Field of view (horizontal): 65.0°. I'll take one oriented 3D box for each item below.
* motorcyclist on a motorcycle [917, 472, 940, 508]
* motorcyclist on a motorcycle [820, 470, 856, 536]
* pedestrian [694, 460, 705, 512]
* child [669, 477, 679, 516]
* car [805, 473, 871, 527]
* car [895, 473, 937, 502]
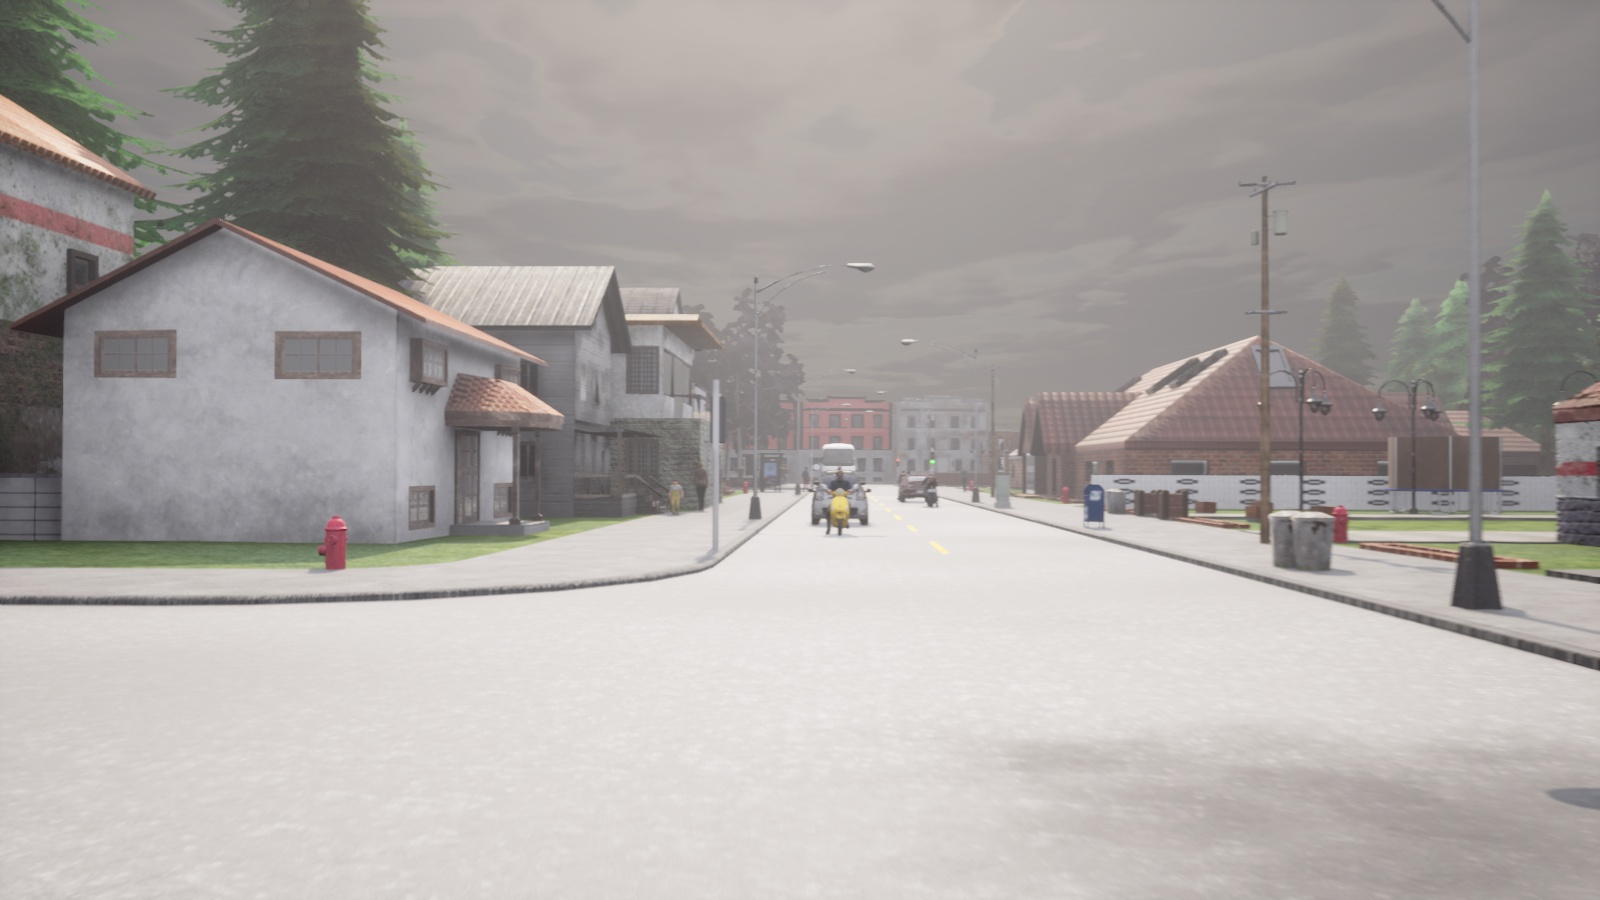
[{"bbox_3d":[5.664,1.755,55.488,0.866,1.530,2.191,0,-1,2],"label":"motorcyclist on a motorcycle"},{"bbox_3d":[0.937,1.284,31.019,0.866,1.590,1.817,0,-1,1],"label":"motorcyclist on a motorcycle"},{"bbox_3d":[-3.641,1.303,45.519,0.331,1.846,0.634,0,-1,0],"label":"pedestrian"},{"bbox_3d":[-4.114,1.509,40.984,0.270,1.263,0.437,0,-1,-1],"label":"child"},{"bbox_3d":[1.128,1.449,37.297,1.845,1.501,3.633,0,-1,2],"label":"car"},{"bbox_3d":[5.930,1.897,64.566,1.812,1.442,4.674,0,-1,2],"label":"car"}]
